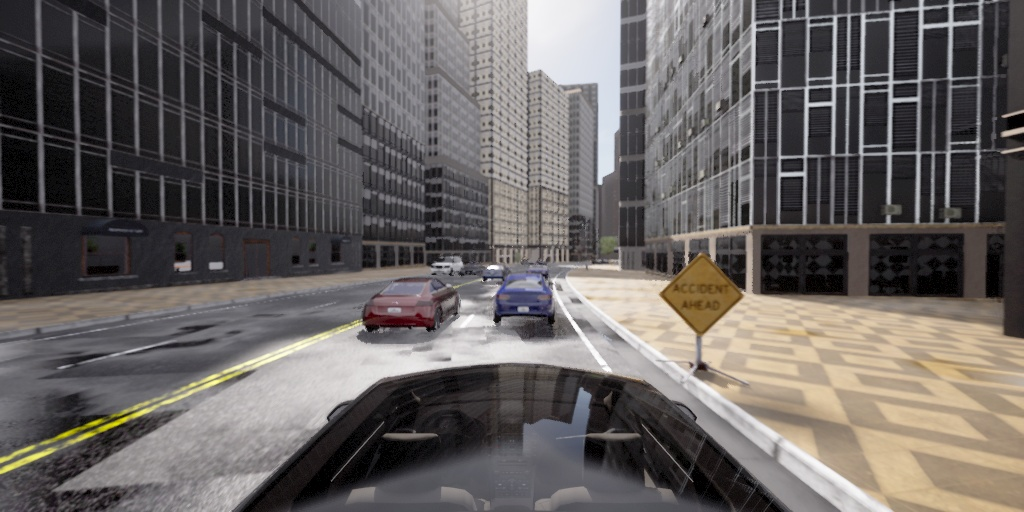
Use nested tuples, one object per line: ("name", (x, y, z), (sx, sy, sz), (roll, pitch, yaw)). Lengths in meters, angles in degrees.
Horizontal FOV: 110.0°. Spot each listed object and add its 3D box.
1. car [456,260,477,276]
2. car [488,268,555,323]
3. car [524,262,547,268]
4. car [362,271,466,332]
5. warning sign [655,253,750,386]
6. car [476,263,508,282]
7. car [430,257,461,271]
("car", (-3.831, 1.415, 36.117), (1.994, 1.385, 4.181), (0, 0, 9))
("car", (0.444, 1.307, 12.181), (1.812, 1.442, 4.674), (0, 0, 3))
("car", (2.477, 1.462, 33.168), (1.895, 1.301, 4.718), (0, 0, 8))
("car", (-2.871, 1.338, 11.045), (1.994, 1.385, 4.181), (0, 0, 3))
("warning sign", (2.894, 0.879, 5.580), (1.300, 1.860, 1.060), (0, 0, 1))
("car", (-1.210, 1.386, 30.259), (2.033, 1.411, 5.357), (0, 0, 7))
("car", (-6.816, 1.070, 38.190), (2.150, 2.045, 5.566), (0, 0, 9))
